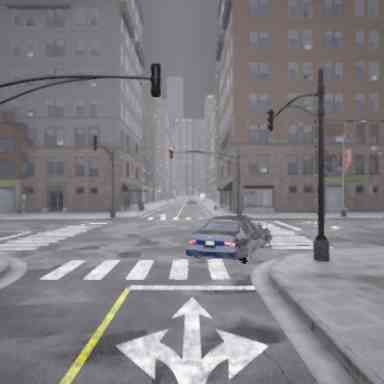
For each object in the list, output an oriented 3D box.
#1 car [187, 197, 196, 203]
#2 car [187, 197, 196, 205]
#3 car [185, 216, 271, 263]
[{"bbox_3d":[-0.116,1.853,78.110,1.895,1.301,4.718,0,0,0],"label":"car"},{"bbox_3d":[-0.083,1.967,68.105,1.895,1.301,4.718,0,0,0],"label":"car"},{"bbox_3d":[1.560,1.597,12.407,2.033,1.411,5.357,0,0,24],"label":"car"}]
